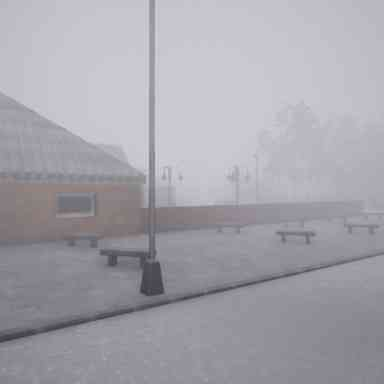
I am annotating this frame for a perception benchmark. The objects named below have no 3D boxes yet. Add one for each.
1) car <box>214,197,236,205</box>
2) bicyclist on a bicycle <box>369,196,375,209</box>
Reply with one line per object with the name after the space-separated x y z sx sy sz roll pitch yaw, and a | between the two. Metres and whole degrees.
5.487 1.569 53.991 1.994 1.385 4.181 0 0 -36 | car
23.412 1.348 43.210 1.656 1.620 0.582 0 0 -36 | bicyclist on a bicycle
